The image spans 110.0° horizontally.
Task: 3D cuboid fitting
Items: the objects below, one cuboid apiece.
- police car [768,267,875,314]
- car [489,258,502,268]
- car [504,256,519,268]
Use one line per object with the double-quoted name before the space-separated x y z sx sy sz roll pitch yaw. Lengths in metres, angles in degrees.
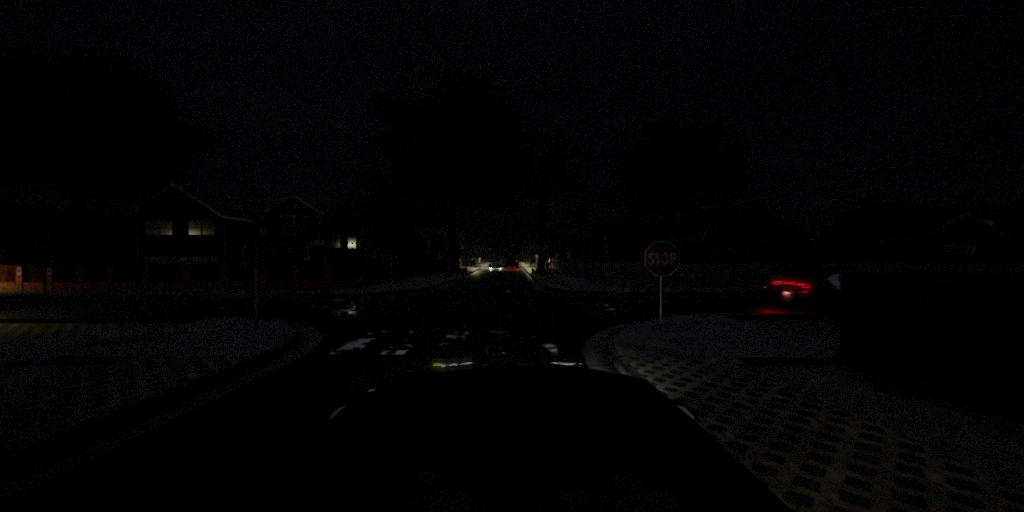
"police car" 12.231 1.180 12.831 4.974 1.542 2.038 0 0 0
"car" -2.820 1.076 62.307 2.097 1.767 4.553 0 0 0
"car" -0.066 0.947 58.140 2.150 2.045 5.566 0 0 0
